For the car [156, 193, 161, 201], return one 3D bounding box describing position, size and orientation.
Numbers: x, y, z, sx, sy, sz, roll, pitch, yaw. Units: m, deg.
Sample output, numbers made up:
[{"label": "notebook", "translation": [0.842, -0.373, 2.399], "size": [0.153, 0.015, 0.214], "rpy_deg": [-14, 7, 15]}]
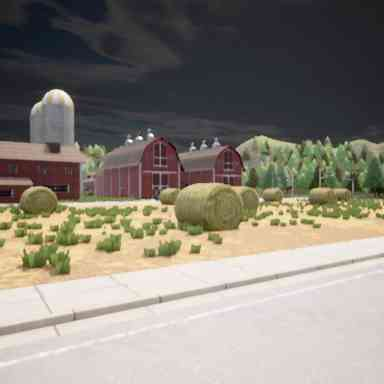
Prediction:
[{"label": "car", "translation": [-6.603, 1.054, 74.237], "size": [1.905, 1.878, 3.866], "rpy_deg": [6, 3, 11]}]
